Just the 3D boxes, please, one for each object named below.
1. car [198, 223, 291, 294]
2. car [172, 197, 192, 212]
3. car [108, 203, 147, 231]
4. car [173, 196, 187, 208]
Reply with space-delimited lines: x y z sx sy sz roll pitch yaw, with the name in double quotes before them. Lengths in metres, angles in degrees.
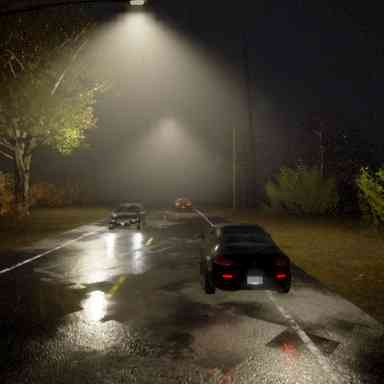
"car" 1.174 1.521 8.653 1.812 1.442 4.674 0 0 -1
"car" -1.031 1.466 37.514 1.812 1.442 4.674 0 0 -3
"car" -3.866 1.484 20.601 1.837 1.490 4.892 0 0 -2
"car" -1.725 1.419 47.694 1.837 1.490 4.892 0 0 -4
